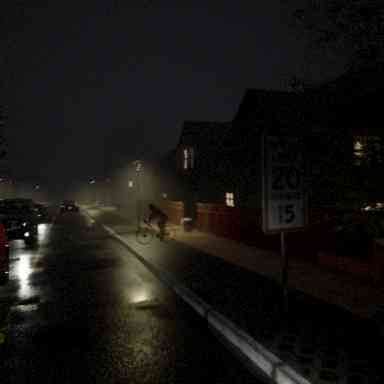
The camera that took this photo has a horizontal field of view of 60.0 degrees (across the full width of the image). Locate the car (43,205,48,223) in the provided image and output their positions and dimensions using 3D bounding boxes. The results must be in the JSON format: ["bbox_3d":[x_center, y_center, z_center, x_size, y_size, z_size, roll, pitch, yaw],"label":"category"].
[{"bbox_3d":[-13.064,1.726,27.480,1.837,1.490,4.892,-2,1,-21],"label":"car"}]

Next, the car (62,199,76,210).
[{"bbox_3d":[-17.990,1.781,48.612,1.812,1.442,4.674,-2,0,-22],"label":"car"}]

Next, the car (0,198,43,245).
[{"bbox_3d":[-8.811,1.377,16.273,2.150,2.045,5.566,-2,1,-21],"label":"car"}]

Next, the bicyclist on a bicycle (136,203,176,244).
[{"bbox_3d":[-1.445,1.271,13.373,1.656,1.620,0.582,-2,1,-21],"label":"bicyclist on a bicycle"}]

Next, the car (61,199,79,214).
[{"bbox_3d":[-14.378,1.765,39.161,1.994,1.385,4.181,-2,0,-21],"label":"car"}]

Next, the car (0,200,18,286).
[{"bbox_3d":[-5.106,1.329,6.547,2.150,2.045,5.566,-2,0,-21],"label":"car"}]
